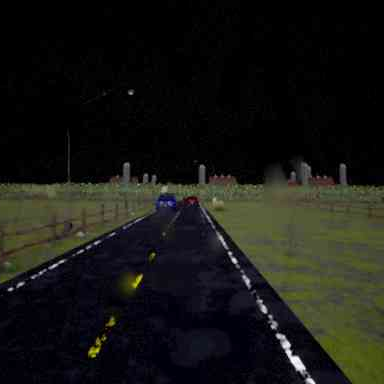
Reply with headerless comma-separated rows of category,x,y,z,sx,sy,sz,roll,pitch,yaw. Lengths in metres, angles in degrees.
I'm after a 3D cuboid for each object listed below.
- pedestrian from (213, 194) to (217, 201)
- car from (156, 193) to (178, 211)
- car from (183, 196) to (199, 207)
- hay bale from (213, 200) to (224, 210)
pedestrian,2.818,1.185,40.539,0.375,1.860,0.375,1,-1,-3
car,-2.851,1.110,38.391,2.150,2.045,5.566,0,0,0
car,0.003,1.330,49.223,1.882,1.535,5.008,0,1,0
hay bale,3.109,1.541,39.432,1.220,1.180,1.240,-1,-1,0
